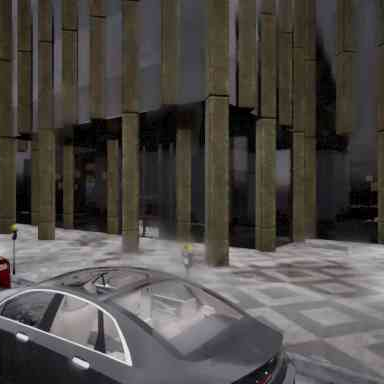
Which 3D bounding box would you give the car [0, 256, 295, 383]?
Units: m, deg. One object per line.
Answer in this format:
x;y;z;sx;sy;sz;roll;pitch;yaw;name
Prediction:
-1.120;1.551;3.767;4.403;1.369;2.008;0;0;36;car
